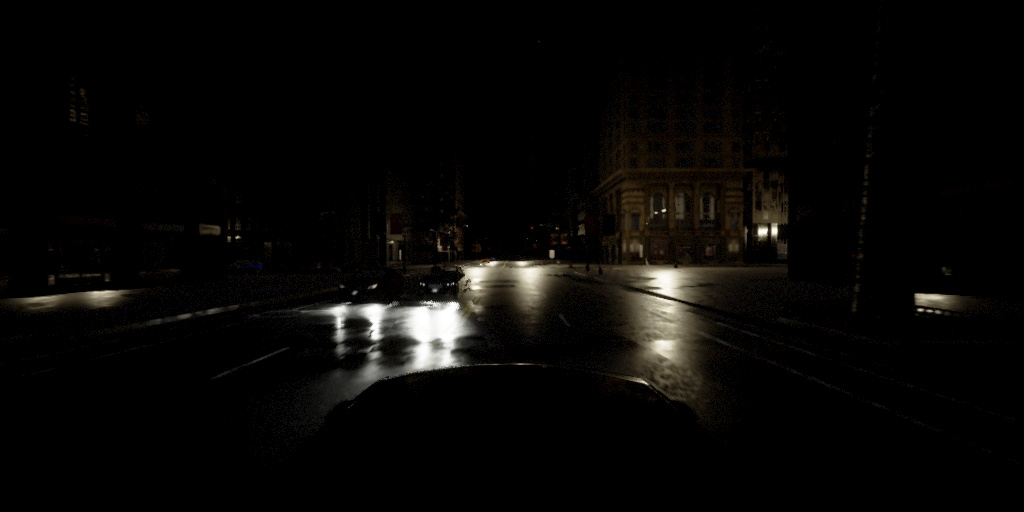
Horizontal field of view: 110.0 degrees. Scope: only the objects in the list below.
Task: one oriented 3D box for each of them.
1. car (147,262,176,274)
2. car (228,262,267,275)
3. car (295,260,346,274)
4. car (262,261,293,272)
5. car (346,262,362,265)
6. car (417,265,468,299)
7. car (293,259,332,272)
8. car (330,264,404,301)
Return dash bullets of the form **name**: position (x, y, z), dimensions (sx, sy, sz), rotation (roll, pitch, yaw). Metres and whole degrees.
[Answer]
- **car**: position (-43.538, 1.630, 44.776), dimensions (5.009, 1.841, 2.192), rotation (0, 0, 0)
- **car**: position (-33.766, 1.733, 44.753), dimensions (4.403, 1.370, 2.007), rotation (0, 0, 0)
- **car**: position (-23.824, 1.574, 44.728), dimensions (4.829, 1.417, 1.751), rotation (0, 0, 0)
- **car**: position (-34.137, 1.729, 53.293), dimensions (4.207, 1.307, 1.802), rotation (0, 0, 0)
- **car**: position (-23.963, 1.553, 53.257), dimensions (4.507, 1.381, 1.888), rotation (0, 0, 0)
- **car**: position (-3.344, 1.235, 18.022), dimensions (2.128, 1.511, 4.902), rotation (0, 0, 0)
- **car**: position (-29.050, 1.393, 53.275), dimensions (5.009, 1.841, 2.192), rotation (0, 0, 0)
- **car**: position (-6.595, 1.269, 17.361), dimensions (1.812, 1.442, 4.674), rotation (0, 0, 0)
